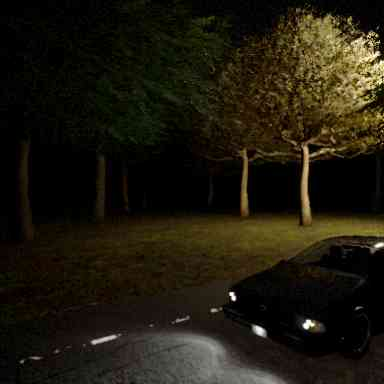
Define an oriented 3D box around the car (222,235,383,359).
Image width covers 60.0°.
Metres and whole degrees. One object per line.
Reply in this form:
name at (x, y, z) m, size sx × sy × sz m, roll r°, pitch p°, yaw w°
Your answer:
car at (3.120, 1.560, 6.164) m, size 5.357 × 1.411 × 2.033 m, roll 0°, pitch 0°, yaw -35°
